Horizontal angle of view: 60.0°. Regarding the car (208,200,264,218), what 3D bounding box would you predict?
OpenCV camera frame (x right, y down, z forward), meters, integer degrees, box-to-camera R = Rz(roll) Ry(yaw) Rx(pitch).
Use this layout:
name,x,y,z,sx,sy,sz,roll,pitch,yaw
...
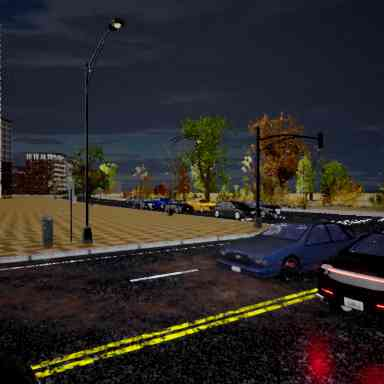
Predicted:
name,x,y,z,sx,sy,sz,roll,pitch,yaw
car,3.740,1.564,29.219,1.837,1.490,4.892,0,0,-32

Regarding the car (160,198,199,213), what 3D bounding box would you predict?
name,x,y,z,sx,sy,sz,roll,pitch,yaw
car,-1.478,1.648,37.650,1.994,1.385,4.181,0,0,-32

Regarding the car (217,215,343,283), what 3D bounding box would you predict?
name,x,y,z,sx,sy,sz,roll,pitch,yaw
car,3.319,1.546,9.845,5.357,1.411,2.033,0,0,-34

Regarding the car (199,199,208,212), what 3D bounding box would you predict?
name,x,y,z,sx,sy,sz,roll,pitch,yaw
car,1.052,1.550,39.746,1.882,1.535,5.008,0,0,-32

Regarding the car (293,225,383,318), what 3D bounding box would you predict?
name,x,y,z,sx,sy,sz,roll,pitch,yaw
car,4.466,1.491,6.432,4.902,1.511,2.128,0,0,-34

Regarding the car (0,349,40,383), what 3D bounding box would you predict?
name,x,y,z,sx,sy,sz,roll,pitch,yaw
car,-3.116,1.492,1.186,4.902,1.511,2.128,0,0,-36

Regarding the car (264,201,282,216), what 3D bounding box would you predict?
name,x,y,z,sx,sy,sz,roll,pitch,yaw
car,6.286,1.540,31.280,2.128,1.511,4.902,0,0,-32

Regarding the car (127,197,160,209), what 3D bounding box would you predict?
name,x,y,z,sx,sy,sz,roll,pitch,yaw
car,-6.805,1.597,46.431,2.128,1.511,4.902,0,0,-31
